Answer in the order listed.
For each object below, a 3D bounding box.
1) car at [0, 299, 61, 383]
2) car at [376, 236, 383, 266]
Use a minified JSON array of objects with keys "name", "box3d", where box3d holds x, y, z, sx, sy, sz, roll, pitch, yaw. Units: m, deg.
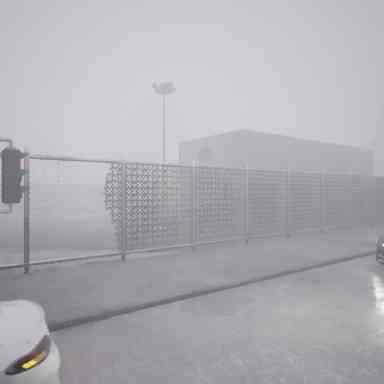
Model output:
[{"name":"car","box3d":[-3.339,1.526,2.121,4.674,1.442,1.812,0,0,-37]},{"name":"car","box3d":[7.544,1.492,10.319,4.902,1.511,2.128,0,0,-37]}]
